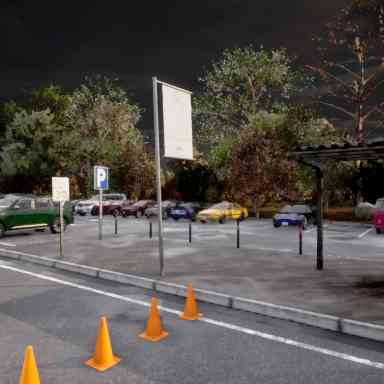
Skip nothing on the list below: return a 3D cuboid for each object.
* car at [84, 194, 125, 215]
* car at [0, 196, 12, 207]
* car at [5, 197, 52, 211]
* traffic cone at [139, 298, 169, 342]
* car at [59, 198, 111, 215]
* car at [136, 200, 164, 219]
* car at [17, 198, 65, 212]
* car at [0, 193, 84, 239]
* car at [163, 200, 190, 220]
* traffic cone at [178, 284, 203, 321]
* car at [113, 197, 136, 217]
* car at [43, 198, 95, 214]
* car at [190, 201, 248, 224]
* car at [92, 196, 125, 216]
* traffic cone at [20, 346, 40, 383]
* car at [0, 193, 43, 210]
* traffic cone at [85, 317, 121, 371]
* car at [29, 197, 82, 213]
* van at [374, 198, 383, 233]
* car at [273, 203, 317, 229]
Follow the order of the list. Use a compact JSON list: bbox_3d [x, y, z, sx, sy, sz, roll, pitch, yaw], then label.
[{"bbox_3d":[-8.871,1.212,33.269,2.435,2.045,5.566,0,0,35],"label":"car"},{"bbox_3d":[-29.182,1.332,47.825,1.946,1.575,5.366,1,0,35],"label":"car"},{"bbox_3d":[-20.193,1.452,41.307,2.163,1.488,4.792,0,0,35],"label":"car"},{"bbox_3d":[-0.596,1.957,5.207,0.340,0.580,0.340,0,0,35],"label":"traffic cone"},{"bbox_3d":[-11.127,1.461,34.885,2.231,1.521,4.892,0,0,35],"label":"car"},{"bbox_3d":[-2.040,1.473,28.506,2.231,1.521,4.892,0,0,35],"label":"car"},{"bbox_3d":[-17.950,1.468,39.658,2.163,1.488,4.792,0,0,35],"label":"car"},{"bbox_3d":[-8.876,1.221,17.280,2.435,2.045,5.566,0,0,35],"label":"car"},{"bbox_3d":[0.242,1.504,26.927,2.163,1.488,4.792,0,0,35],"label":"car"},{"bbox_3d":[-0.020,1.957,6.023,0.340,0.580,0.340,0,0,36],"label":"traffic cone"},{"bbox_3d":[-4.311,1.469,30.102,2.097,1.535,5.008,0,0,35],"label":"car"},{"bbox_3d":[-13.398,1.454,36.484,2.097,1.535,5.008,0,0,35],"label":"car"},{"bbox_3d":[2.388,1.475,25.155,1.946,1.575,5.366,0,0,35],"label":"car"},{"bbox_3d":[-6.581,1.466,31.700,2.097,1.535,5.008,0,0,35],"label":"car"},{"bbox_3d":[-1.747,1.957,3.575,0.340,0.580,0.340,0,0,35],"label":"traffic cone"},{"bbox_3d":[-22.494,1.153,42.856,2.435,2.045,5.566,0,0,35],"label":"car"},{"bbox_3d":[-1.171,1.957,4.391,0.340,0.580,0.340,0,0,35],"label":"traffic cone"},{"bbox_3d":[-15.560,1.444,38.237,1.946,1.575,5.366,0,0,35],"label":"car"},{"bbox_3d":[11.642,1.263,19.012,1.878,1.987,4.442,0,0,35],"label":"van"},{"bbox_3d":[7.019,1.513,22.088,2.163,1.488,4.792,0,0,35],"label":"car"}]
